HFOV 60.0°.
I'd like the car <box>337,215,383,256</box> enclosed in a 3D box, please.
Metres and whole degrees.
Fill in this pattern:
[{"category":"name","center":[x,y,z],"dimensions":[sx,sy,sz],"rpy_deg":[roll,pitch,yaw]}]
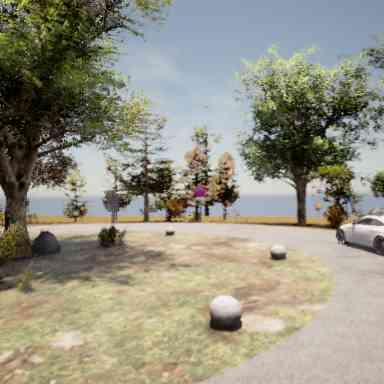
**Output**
[{"category":"car","center":[7.778,1.654,13.646],"dimensions":[1.812,1.442,4.674],"rpy_deg":[0,-1,-4]}]
